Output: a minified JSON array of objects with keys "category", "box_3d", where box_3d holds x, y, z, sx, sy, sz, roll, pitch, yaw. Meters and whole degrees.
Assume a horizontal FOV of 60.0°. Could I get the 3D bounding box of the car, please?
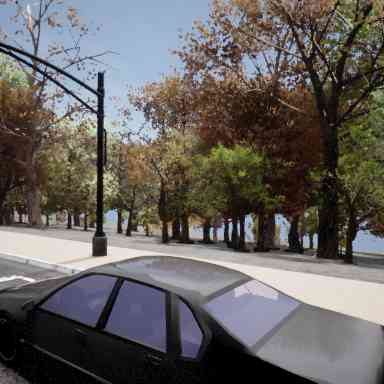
[{"category":"car","box_3d":[-0.545,1.547,4.067,5.357,1.411,2.033,0,0,35]}]
